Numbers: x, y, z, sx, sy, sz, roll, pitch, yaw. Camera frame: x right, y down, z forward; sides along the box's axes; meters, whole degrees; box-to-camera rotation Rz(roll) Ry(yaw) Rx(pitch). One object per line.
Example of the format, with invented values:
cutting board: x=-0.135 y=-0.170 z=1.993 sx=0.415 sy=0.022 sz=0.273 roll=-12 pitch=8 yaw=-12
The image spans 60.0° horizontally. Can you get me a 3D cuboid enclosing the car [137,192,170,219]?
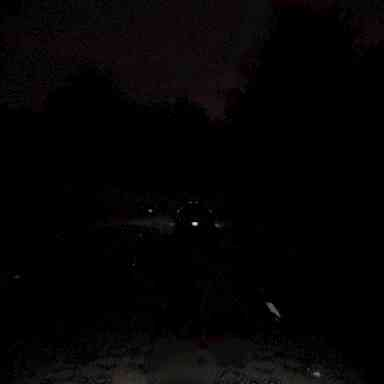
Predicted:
car: x=-3.028 y=0.993 z=27.057 sx=2.150 sy=2.045 sz=5.566 roll=0 pitch=1 yaw=0

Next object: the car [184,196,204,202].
car: x=0.179 y=1.222 z=36.321 sx=1.837 sy=1.490 sz=4.892 roll=0 pitch=1 yaw=0

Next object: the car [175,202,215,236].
car: x=0.138 y=1.411 z=17.317 sx=1.994 sy=1.385 sz=4.181 roll=0 pitch=0 yaw=0
